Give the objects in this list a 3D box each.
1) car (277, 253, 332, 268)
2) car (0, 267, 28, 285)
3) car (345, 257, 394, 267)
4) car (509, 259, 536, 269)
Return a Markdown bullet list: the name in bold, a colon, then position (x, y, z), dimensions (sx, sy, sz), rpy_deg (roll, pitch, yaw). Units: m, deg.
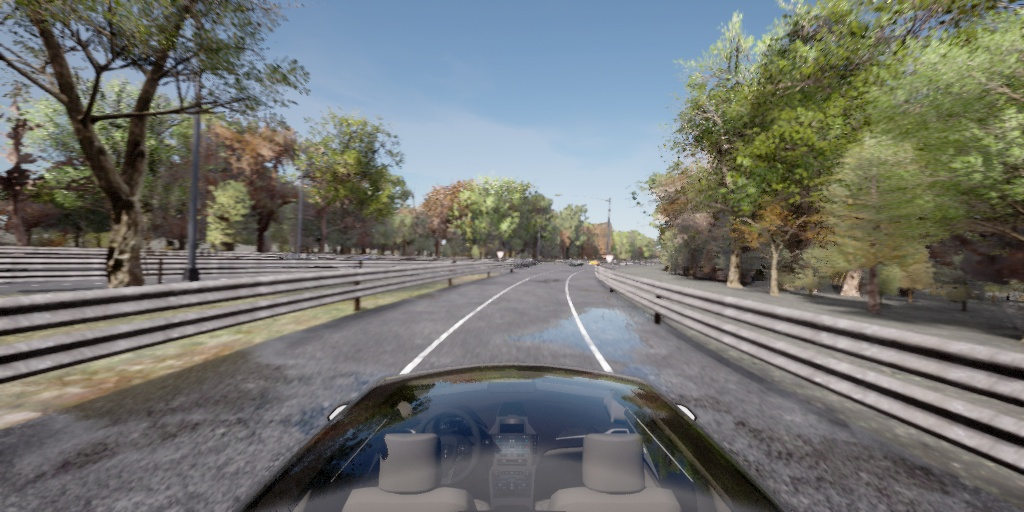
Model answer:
- **car**: position (-19.962, 0.504, 34.580), dimensions (2.128, 1.511, 4.902), rpy_deg (2, 0, 30)
- **car**: position (-23.550, 0.458, 14.589), dimensions (1.812, 1.442, 4.674), rpy_deg (2, 0, 30)
- **car**: position (-12.916, 0.836, 32.776), dimensions (1.812, 1.442, 4.674), rpy_deg (2, 0, 30)
- **car**: position (1.215, 1.327, 56.946), dimensions (2.033, 1.411, 5.357), rpy_deg (2, 0, 30)
